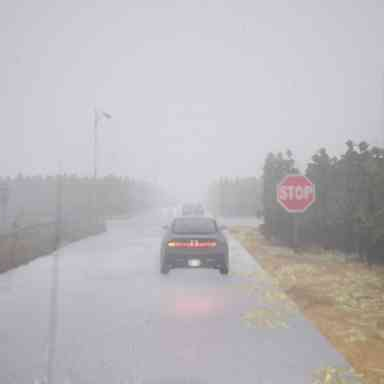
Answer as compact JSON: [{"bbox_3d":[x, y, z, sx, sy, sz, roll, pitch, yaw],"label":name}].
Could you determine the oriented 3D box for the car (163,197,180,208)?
[{"bbox_3d":[-3.178,1.582,49.883,1.837,1.490,4.892,0,0,0],"label":"car"}]

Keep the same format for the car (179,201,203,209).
[{"bbox_3d":[0.084,1.621,31.360,1.895,1.301,4.718,0,0,0],"label":"car"}]

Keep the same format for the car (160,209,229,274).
[{"bbox_3d":[0.074,1.485,10.492,1.837,1.490,4.892,0,0,0],"label":"car"}]
